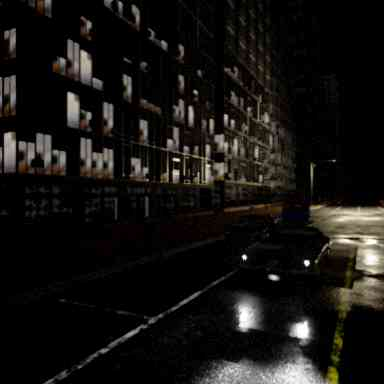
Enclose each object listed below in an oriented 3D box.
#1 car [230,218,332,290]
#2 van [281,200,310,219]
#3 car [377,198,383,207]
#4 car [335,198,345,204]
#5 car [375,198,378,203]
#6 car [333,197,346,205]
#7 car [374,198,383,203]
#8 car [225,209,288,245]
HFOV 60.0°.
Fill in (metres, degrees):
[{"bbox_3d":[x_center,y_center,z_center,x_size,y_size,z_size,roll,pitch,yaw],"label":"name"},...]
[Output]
[{"bbox_3d":[2.889,1.685,9.665,1.895,1.301,4.718,0,-1,27],"label":"car"},{"bbox_3d":[8.123,1.551,25.835,1.690,1.788,3.998,0,0,27],"label":"van"},{"bbox_3d":[33.706,1.927,57.507,1.887,1.381,4.507,0,0,27],"label":"car"},{"bbox_3d":[34.011,2.092,76.533,1.802,1.307,4.206,0,0,27],"label":"car"},{"bbox_3d":[41.471,2.028,72.716,1.947,1.339,4.313,0,0,27],"label":"car"},{"bbox_3d":[31.422,2.029,71.463,1.887,1.381,4.507,0,0,27],"label":"car"},{"bbox_3d":[46.648,2.079,82.855,1.947,1.339,4.313,0,0,27],"label":"car"},{"bbox_3d":[2.945,1.688,15.693,2.008,1.369,4.403,0,-1,27],"label":"car"}]
